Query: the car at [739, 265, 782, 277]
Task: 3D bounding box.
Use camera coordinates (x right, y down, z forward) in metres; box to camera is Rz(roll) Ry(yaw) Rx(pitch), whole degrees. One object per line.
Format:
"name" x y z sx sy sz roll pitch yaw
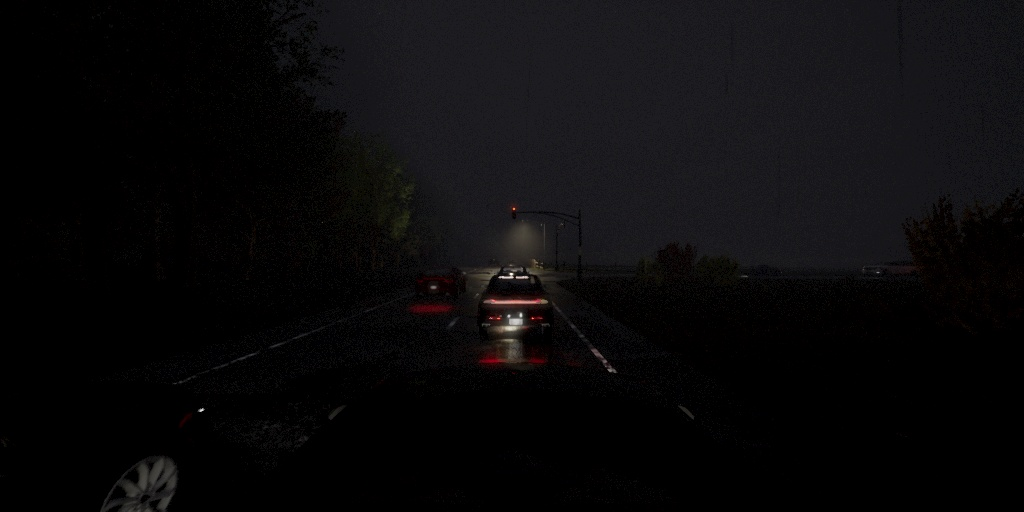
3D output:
"car" 29.268 1.691 42.320 4.181 1.385 1.994 1 -1 0

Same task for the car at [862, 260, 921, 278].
"car" 44.774 1.519 42.272 5.566 2.045 2.150 1 -1 0

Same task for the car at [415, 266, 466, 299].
"car" -3.435 1.231 18.141 1.882 1.535 5.008 0 0 0

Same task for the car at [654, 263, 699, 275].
"car" 19.319 1.566 42.346 5.357 1.411 2.033 1 -1 0

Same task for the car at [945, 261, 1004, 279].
"car" 50.192 1.517 38.672 5.566 2.045 2.150 1 -1 1

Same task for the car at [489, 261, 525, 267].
"car" 0.063 1.246 19.753 2.128 1.511 4.902 0 0 0

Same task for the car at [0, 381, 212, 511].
"car" -3.393 1.257 0.943 1.837 1.490 4.892 0 1 0

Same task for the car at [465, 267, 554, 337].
"car" 0.083 1.244 10.355 2.128 1.511 4.902 0 0 0
